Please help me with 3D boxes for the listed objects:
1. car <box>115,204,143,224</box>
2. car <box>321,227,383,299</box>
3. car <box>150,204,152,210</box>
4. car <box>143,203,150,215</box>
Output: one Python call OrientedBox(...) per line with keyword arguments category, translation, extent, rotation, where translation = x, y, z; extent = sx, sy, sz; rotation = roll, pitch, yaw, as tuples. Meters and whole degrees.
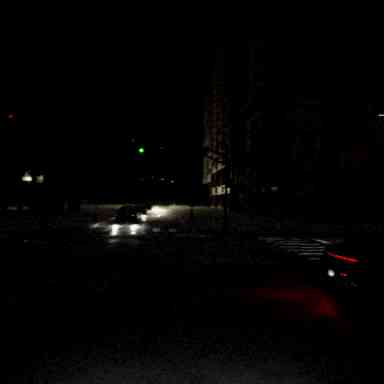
OrientedBox(category="car", translation=(-5.866, 1.994, 30.542), extent=(1.882, 1.535, 5.008), rotation=(1, -1, -4))
OrientedBox(category="car", translation=(5.724, 1.725, 8.156), extent=(4.892, 1.490, 1.837), rotation=(1, -1, -5))
OrientedBox(category="car", translation=(-8.527, 2.712, 62.563), extent=(1.994, 1.385, 4.181), rotation=(1, -1, -5))
OrientedBox(category="car", translation=(-7.134, 2.331, 45.523), extent=(1.812, 1.442, 4.674), rotation=(1, -1, -5))
